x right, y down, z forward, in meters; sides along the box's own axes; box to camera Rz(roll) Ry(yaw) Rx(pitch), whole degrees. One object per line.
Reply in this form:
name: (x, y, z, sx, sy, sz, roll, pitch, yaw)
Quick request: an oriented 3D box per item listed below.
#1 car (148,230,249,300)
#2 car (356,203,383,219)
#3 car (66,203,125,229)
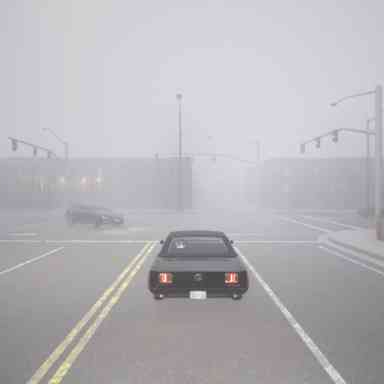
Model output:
car: (0.122, 1.601, 8.321, 1.895, 1.301, 4.718, 0, 0, 0)
car: (16.895, 1.601, 28.735, 4.718, 1.301, 1.895, 0, 0, 0)
car: (-6.353, 1.499, 21.673, 4.892, 1.490, 1.837, 0, -2, 40)
